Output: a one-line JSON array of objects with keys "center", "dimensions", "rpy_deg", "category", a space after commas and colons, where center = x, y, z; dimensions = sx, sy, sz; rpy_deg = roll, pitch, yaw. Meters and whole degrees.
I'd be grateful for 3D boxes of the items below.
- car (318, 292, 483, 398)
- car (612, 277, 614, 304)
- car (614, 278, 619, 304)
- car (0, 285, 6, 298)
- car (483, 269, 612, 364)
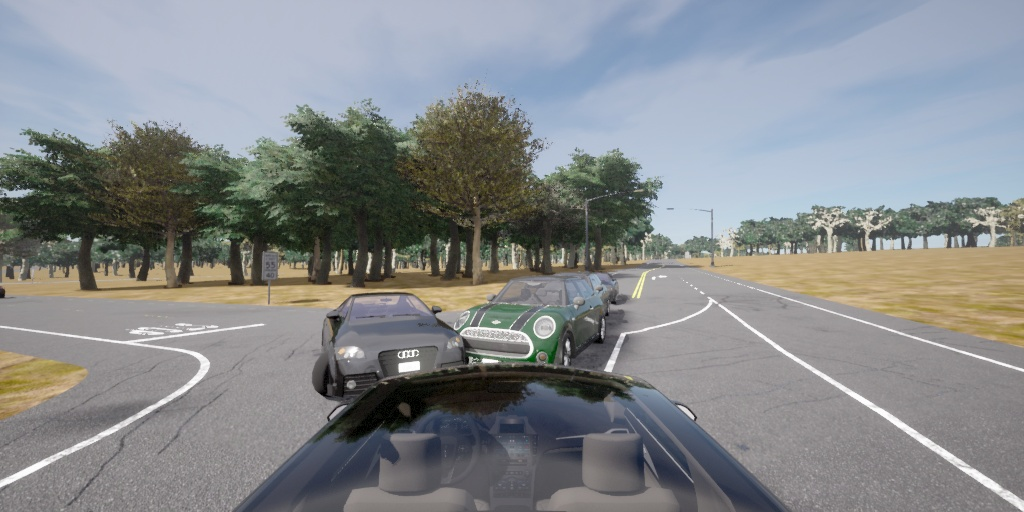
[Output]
[{"center": [-2.353, 1.376, 6.599], "dimensions": [1.994, 1.385, 4.181], "rpy_deg": [1, -2, -29], "category": "car"}, {"center": [2.026, 1.344, 12.117], "dimensions": [2.097, 1.767, 4.553], "rpy_deg": [-1, -1, 21], "category": "car"}, {"center": [4.220, 1.509, 17.843], "dimensions": [1.994, 1.385, 4.181], "rpy_deg": [-1, 0, 19], "category": "car"}, {"center": [-40.858, 2.562, 27.364], "dimensions": [4.181, 1.385, 1.994], "rpy_deg": [-2, -3, 22], "category": "car"}, {"center": [0.619, 1.218, 7.804], "dimensions": [2.097, 1.767, 4.553], "rpy_deg": [-1, -2, 26], "category": "car"}]
